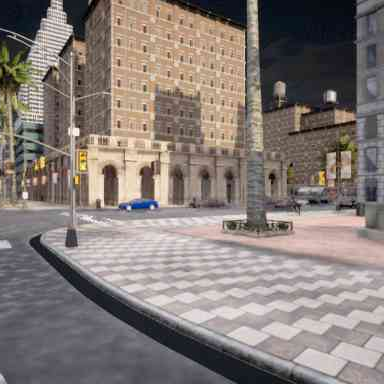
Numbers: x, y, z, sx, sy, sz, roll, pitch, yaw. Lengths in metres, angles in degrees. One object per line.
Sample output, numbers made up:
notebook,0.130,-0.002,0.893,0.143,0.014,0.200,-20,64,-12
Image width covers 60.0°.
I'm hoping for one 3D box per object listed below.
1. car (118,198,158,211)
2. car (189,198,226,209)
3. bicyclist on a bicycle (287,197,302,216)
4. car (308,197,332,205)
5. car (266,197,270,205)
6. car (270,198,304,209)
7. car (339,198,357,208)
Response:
car,-6.564,1.476,40.882,5.008,1.535,1.882,0,0,-33
car,2.219,1.546,46.624,5.357,1.411,2.033,0,0,-33
bicyclist on a bicycle,9.161,1.300,29.678,0.582,1.620,1.656,0,0,-33
car,23.204,1.599,60.380,4.718,1.301,1.895,0,0,-34
car,11.087,1.546,52.426,5.357,1.411,2.033,0,0,-33
car,13.213,1.563,45.212,4.181,1.385,1.994,0,0,-33
car,22.851,1.563,47.391,4.181,1.385,1.994,0,0,-34
